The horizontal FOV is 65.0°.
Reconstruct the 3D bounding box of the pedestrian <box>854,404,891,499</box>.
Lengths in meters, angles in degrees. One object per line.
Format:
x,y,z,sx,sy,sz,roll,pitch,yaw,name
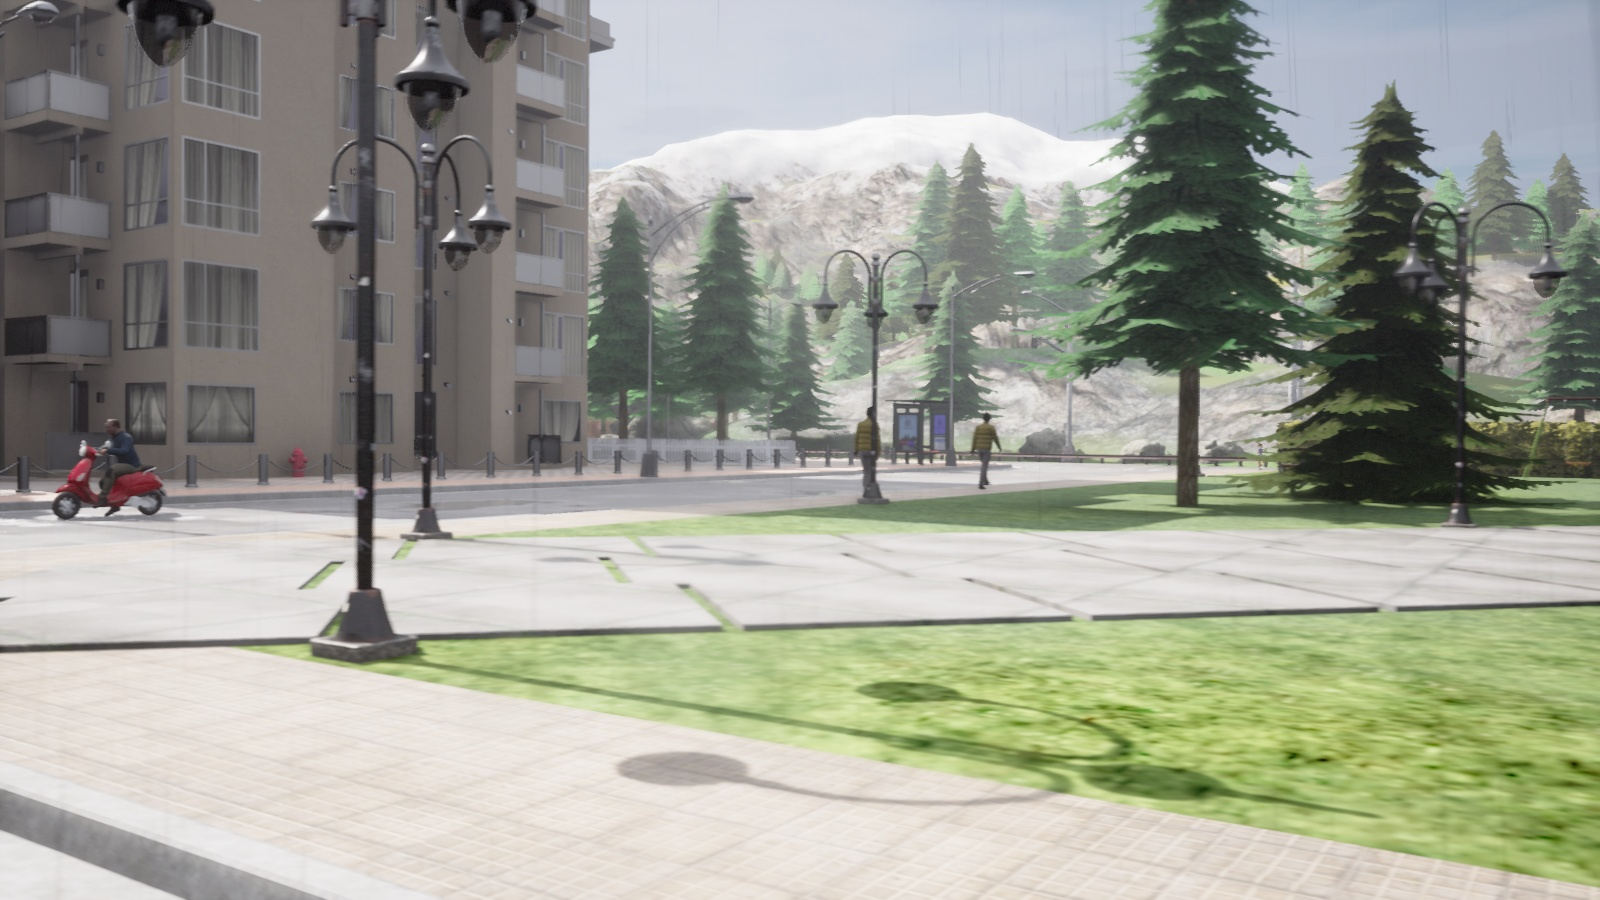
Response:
1.438,0.025,24.845,0.431,1.840,0.709,0,1,32,pedestrian

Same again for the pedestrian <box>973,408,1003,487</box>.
4.459,-0.069,29.704,0.431,1.840,0.709,0,1,34,pedestrian

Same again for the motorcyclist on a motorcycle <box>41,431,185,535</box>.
-11.002,0.494,20.169,0.866,1.590,1.817,0,1,34,motorcyclist on a motorcycle
